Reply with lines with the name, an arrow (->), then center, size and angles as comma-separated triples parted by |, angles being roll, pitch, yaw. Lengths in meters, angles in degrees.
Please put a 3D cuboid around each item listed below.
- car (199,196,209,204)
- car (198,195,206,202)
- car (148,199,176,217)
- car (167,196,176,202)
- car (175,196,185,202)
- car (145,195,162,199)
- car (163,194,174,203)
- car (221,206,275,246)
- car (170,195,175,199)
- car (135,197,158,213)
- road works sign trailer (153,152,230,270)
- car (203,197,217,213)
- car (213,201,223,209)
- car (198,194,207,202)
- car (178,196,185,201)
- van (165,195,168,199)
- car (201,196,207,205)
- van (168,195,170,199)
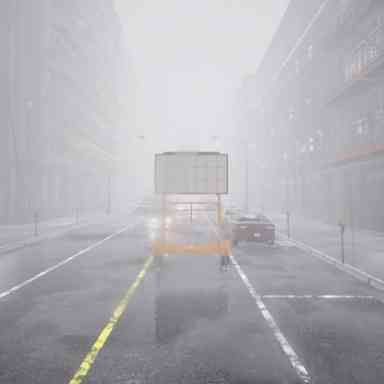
car -> 2.559, 1.620, 70.656 | 1.967, 1.590, 4.097 | 1, 0, 0
car -> 2.555, 1.679, 59.594 | 1.887, 1.381, 4.507 | 1, 0, 0
car -> -2.866, 1.653, 32.676 | 1.895, 1.301, 4.718 | 0, 0, 0
car -> -5.341, 1.824, 87.304 | 1.947, 1.339, 4.313 | 1, 0, 0
car -> -2.787, 1.667, 74.183 | 1.882, 1.535, 5.008 | 0, 0, 0
car -> -5.311, 1.395, 43.062 | 2.192, 1.841, 5.009 | 2, 0, 0
car -> -5.329, 1.520, 76.243 | 2.192, 1.841, 5.009 | 1, 0, 0
car -> 2.578, 1.562, 15.348 | 1.887, 1.381, 4.507 | 1, 0, 0
car -> -5.326, 1.495, 70.713 | 2.192, 1.841, 5.009 | 1, 0, 0
car -> -5.313, 1.590, 37.360 | 1.752, 1.417, 4.829 | 2, 0, 0
road works sign trailer -> -0.017, 0.475, 11.018 | 2.380, 3.560, 2.880 | 0, 0, 0
car -> 2.566, 1.610, 37.470 | 1.887, 1.381, 4.507 | 1, 0, 0
car -> 2.575, 1.552, 21.050 | 1.752, 1.417, 4.829 | 1, 0, 0
car -> 2.514, 1.545, 81.718 | 2.192, 1.841, 5.009 | 1, 0, 0
car -> -2.795, 1.762, 91.037 | 1.882, 1.535, 5.008 | 0, 0, 0
van -> -5.317, 1.455, 54.120 | 1.690, 1.788, 3.998 | 2, 0, 0
car -> 2.563, 1.630, 43.002 | 2.008, 1.369, 4.403 | 1, 0, 0
van -> -5.321, 1.476, 59.652 | 1.690, 1.788, 3.998 | 1, 0, 0
